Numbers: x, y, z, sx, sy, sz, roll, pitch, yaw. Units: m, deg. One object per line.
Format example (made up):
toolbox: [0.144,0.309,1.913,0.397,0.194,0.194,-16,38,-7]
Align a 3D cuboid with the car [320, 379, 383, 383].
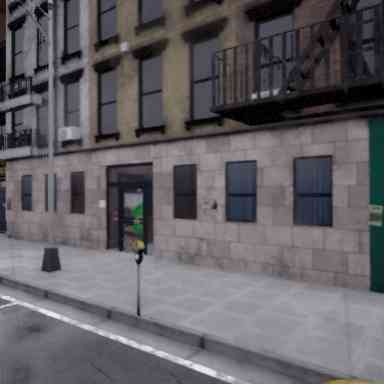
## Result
car: [2.509,1.518,1.020,4.829,1.417,1.752,0,0,36]
